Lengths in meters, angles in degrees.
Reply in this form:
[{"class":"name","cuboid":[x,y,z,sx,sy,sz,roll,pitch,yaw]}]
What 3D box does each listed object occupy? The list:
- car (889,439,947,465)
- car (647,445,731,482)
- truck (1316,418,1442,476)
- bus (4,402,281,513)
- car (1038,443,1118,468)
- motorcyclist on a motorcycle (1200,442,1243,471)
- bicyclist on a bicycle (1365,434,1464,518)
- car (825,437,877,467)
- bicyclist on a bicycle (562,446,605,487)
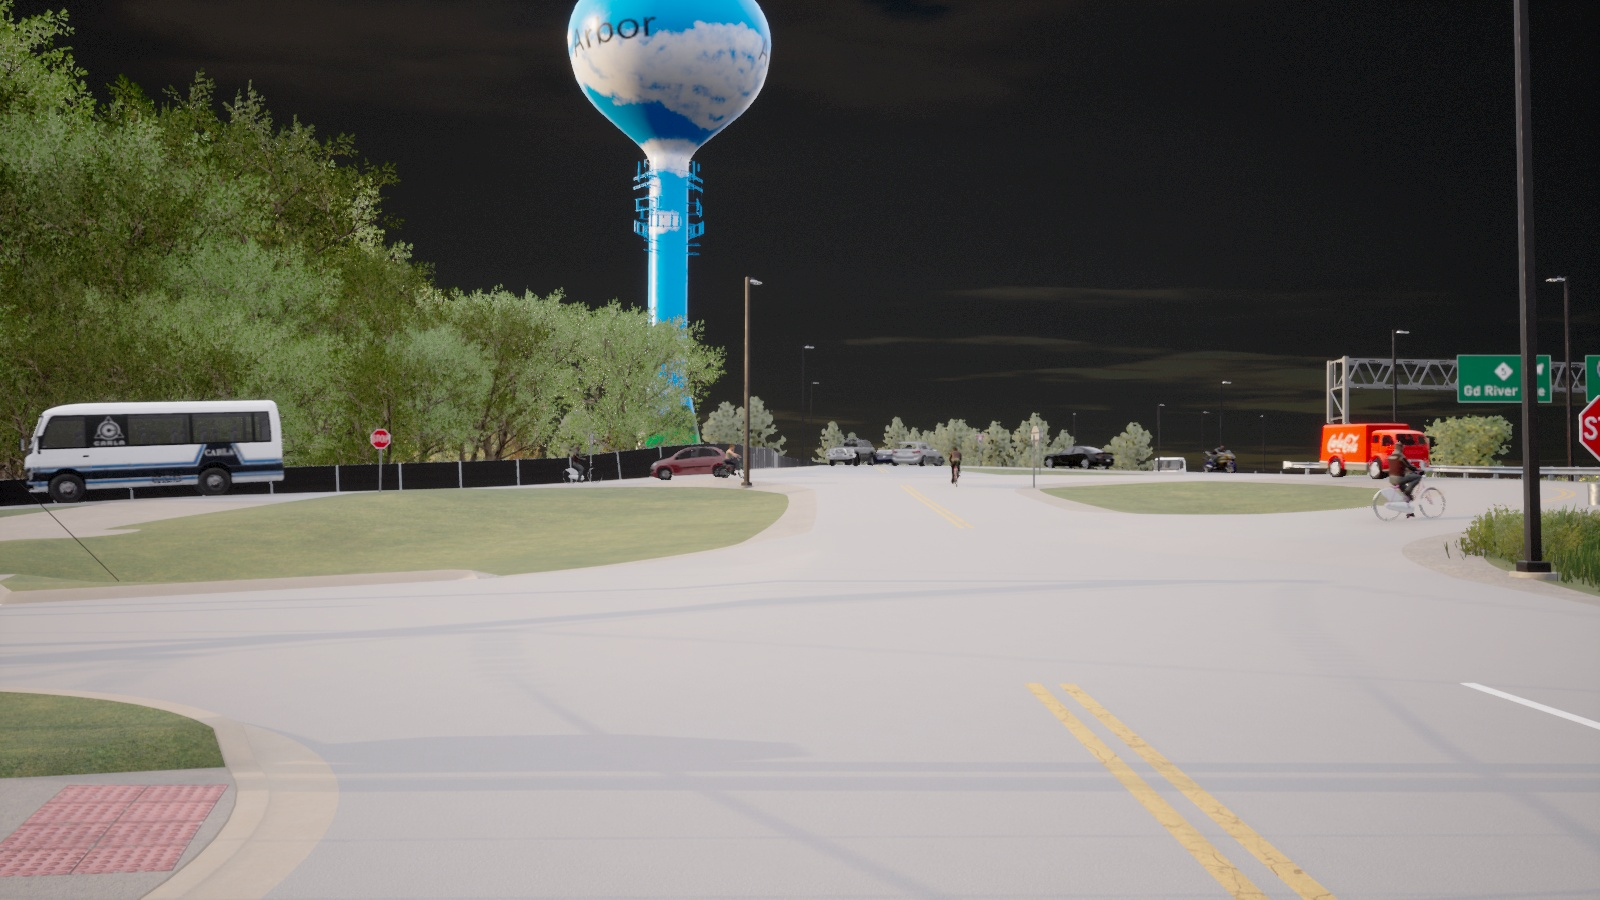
[{"class":"car","cuboid":[7.969,0.137,84.366,2.242,1.667,4.611,0,-1,29]},{"class":"car","cuboid":[-5.454,0.677,61.973,3.988,1.617,1.851,-3,-2,-5]},{"class":"truck","cuboid":[25.804,-0.149,56.183,2.627,2.467,5.204,0,1,-10]},{"class":"bus","cuboid":[-28.721,0.273,55.136,10.273,4.253,3.944,-3,0,-31]},{"class":"car","cuboid":[17.766,0.339,80.521,1.882,1.535,5.008,1,0,-35]},{"class":"motorcyclist on a motorcycle","cuboid":[22.378,0.341,66.714,0.866,1.530,2.191,0,0,-29]},{"class":"bicyclist on a bicycle","cuboid":[13.740,0.588,28.085,1.843,1.776,0.659,-3,-3,-12]},{"class":"car","cuboid":[3.335,0.107,81.307,1.932,1.855,4.605,-1,0,22]},{"class":"bicyclist on a bicycle","cuboid":[-9.930,0.760,57.703,1.843,1.776,0.659,-3,-1,-12]}]
